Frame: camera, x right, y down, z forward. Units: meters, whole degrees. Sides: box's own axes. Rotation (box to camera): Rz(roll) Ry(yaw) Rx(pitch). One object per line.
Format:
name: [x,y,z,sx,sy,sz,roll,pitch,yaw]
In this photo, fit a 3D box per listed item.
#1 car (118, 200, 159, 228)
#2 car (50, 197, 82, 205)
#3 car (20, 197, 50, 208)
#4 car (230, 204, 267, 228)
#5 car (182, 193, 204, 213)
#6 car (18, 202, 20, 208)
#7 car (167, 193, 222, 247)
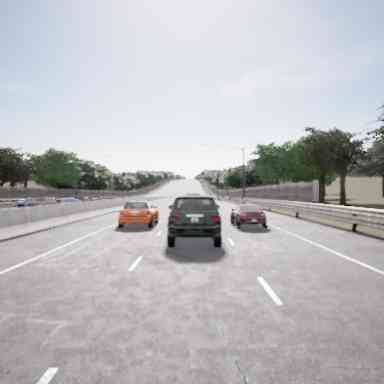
car: [-3.403,1.317,22.021,2.097,1.767,4.553,0,0,1]
car: [-14.090,1.463,38.229,1.882,1.535,5.008,0,0,0]
car: [-17.587,1.338,38.846,2.097,1.767,4.553,0,0,0]
car: [3.599,1.488,21.598,1.812,1.442,4.674,0,0,0]
car: [0.098,1.193,36.461,2.150,2.045,5.566,0,-2,0]
car: [-21.082,1.484,44.027,1.882,1.535,5.008,0,0,0]
car: [0.100,1.180,14.957,2.150,2.045,5.566,0,-1,0]
